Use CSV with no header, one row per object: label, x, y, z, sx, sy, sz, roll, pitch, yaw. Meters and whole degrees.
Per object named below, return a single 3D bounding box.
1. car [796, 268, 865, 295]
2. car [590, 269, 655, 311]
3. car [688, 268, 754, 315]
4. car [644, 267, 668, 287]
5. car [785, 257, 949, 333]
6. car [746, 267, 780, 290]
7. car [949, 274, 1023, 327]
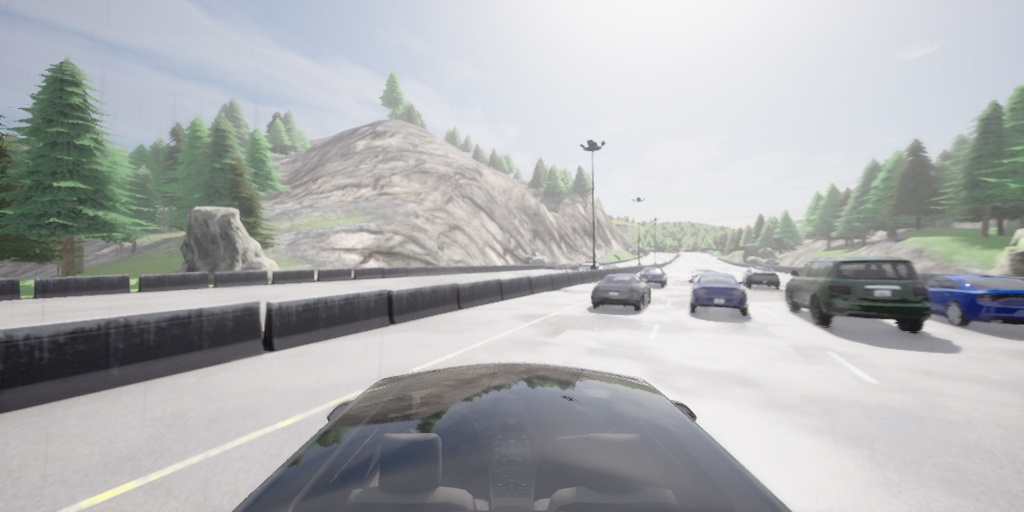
car,20.405,1.560,23.277,2.033,1.411,5.357,0,-1,27
car,4.778,1.435,15.453,1.994,1.385,4.181,0,-1,27
car,8.079,1.389,14.227,1.812,1.442,4.674,0,-1,27
car,11.010,1.593,27.965,2.033,1.411,5.357,0,-1,27
car,10.612,1.061,11.495,2.150,2.045,5.566,0,0,27
car,17.742,1.529,25.755,2.128,1.511,4.902,0,-1,27
car,14.504,1.323,11.417,1.882,1.535,5.008,0,-1,27
